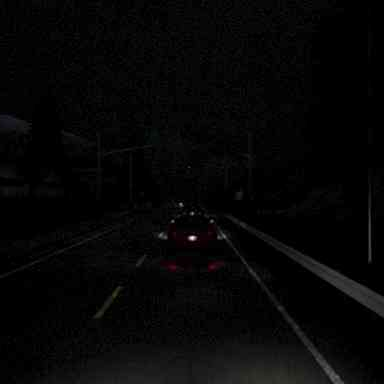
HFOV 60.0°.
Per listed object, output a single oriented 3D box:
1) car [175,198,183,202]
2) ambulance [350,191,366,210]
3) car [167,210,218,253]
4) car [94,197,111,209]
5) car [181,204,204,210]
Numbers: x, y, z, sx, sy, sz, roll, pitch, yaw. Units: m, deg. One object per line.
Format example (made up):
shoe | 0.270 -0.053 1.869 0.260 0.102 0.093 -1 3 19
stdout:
car | -3.425 2.239 87.117 1.812 1.442 4.674 0 0 0
ambulance | 19.833 1.091 39.941 6.366 2.431 2.351 0 0 0
car | 0.018 1.687 14.307 1.994 1.385 4.181 0 0 0
car | -14.482 1.767 54.048 1.905 1.878 3.866 0 0 -1
car | 0.026 1.791 28.984 2.033 1.411 5.357 0 0 0
